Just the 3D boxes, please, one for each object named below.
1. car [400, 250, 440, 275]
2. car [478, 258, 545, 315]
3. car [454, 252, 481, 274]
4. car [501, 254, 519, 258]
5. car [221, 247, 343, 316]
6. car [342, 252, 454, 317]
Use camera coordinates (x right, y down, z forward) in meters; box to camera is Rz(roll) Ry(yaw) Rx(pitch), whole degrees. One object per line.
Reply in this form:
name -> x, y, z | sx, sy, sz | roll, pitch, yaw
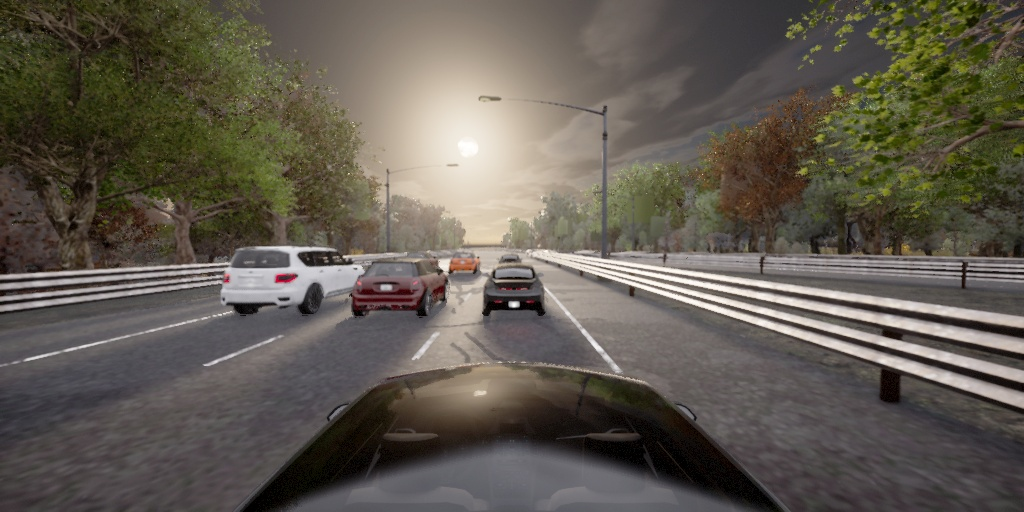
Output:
car -> -7.164, 0.430, 28.413 | 2.097, 1.767, 4.553 | 0, 1, -1
car -> 0.044, 0.988, 12.166 | 1.837, 1.490, 4.892 | 0, 2, 0
car -> -3.664, 0.428, 28.451 | 2.097, 1.767, 4.553 | 0, 1, -1
car -> -0.170, 0.571, 28.807 | 1.837, 1.490, 4.892 | 0, 1, -1
car -> -6.951, 0.703, 12.193 | 2.150, 2.045, 5.566 | 0, 1, 0
car -> -3.456, 0.839, 11.944 | 2.097, 1.767, 4.553 | 0, 1, 0
